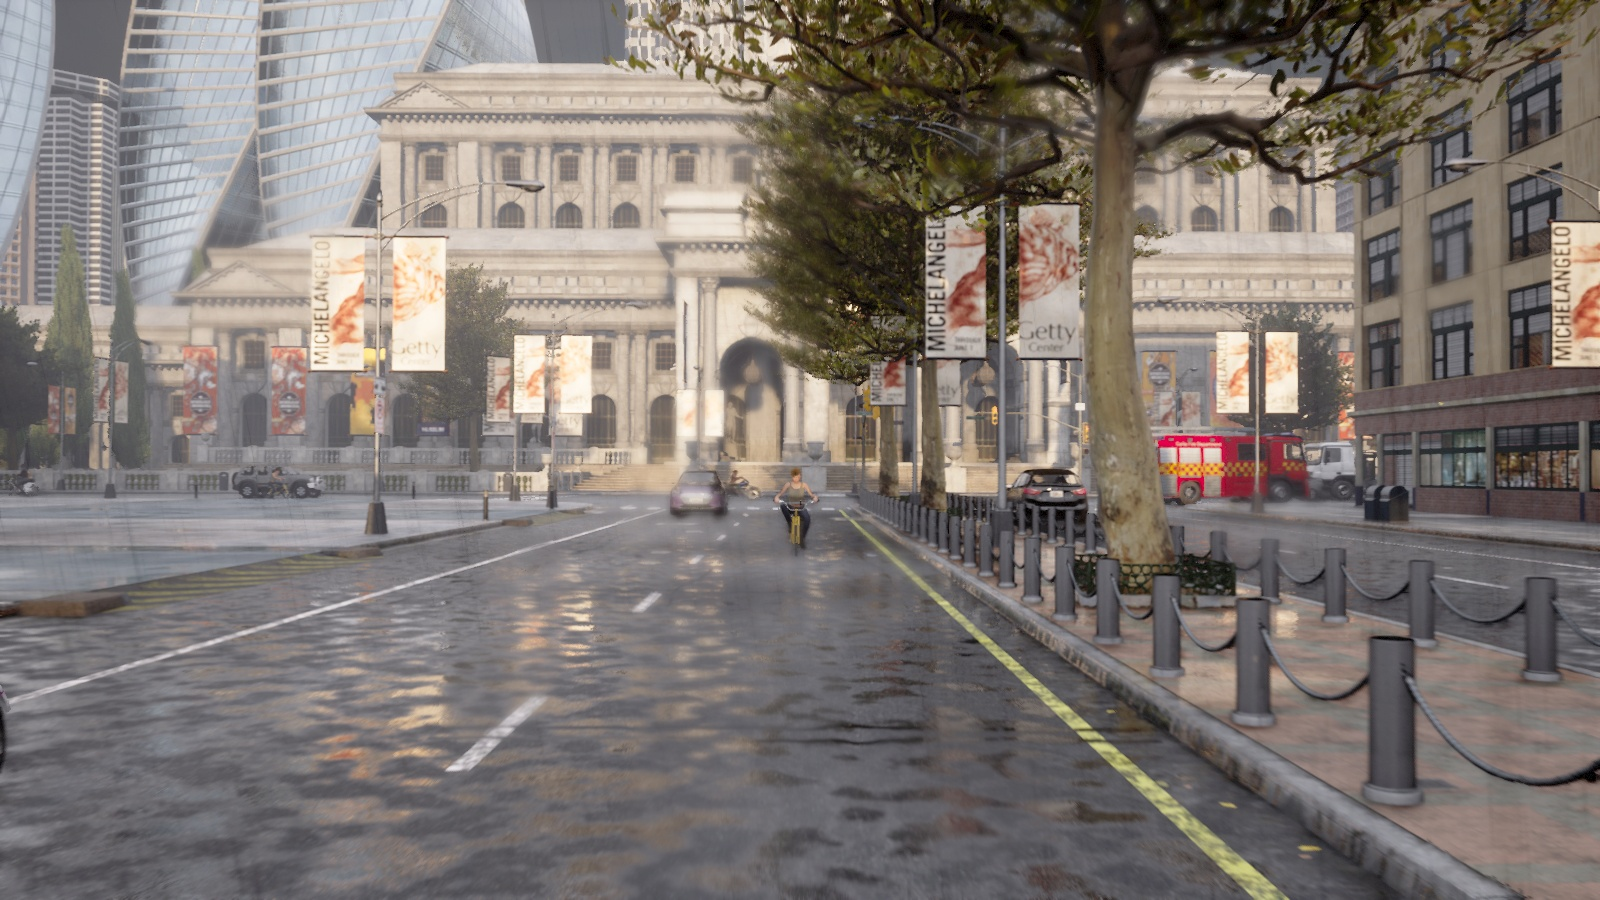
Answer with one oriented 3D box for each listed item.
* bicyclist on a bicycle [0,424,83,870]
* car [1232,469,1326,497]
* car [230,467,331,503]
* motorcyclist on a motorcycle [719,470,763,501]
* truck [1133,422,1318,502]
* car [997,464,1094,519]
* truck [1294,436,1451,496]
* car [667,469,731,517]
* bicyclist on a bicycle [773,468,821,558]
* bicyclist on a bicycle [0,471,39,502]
[{"bbox_3d":[-3.512,0.777,4.646,0.659,1.776,1.843,0,-1,0],"label":"bicyclist on a bicycle"},{"bbox_3d":[26.931,1.837,70.706,4.514,1.525,2.007,0,-1,0],"label":"car"},{"bbox_3d":[-27.780,1.869,67.287,4.605,1.855,1.932,0,-1,0],"label":"car"},{"bbox_3d":[-3.155,1.904,67.253,2.350,1.649,0.766,0,-1,0],"label":"motorcyclist on a motorcycle"},{"bbox_3d":[21.145,0.611,62.491,8.468,3.827,2.891,0,-1,-13],"label":"truck"},{"bbox_3d":[7.898,1.310,40.803,2.242,1.667,4.611,0,-1,0],"label":"car"},{"bbox_3d":[33.750,0.940,74.210,7.936,3.462,2.891,0,-1,0],"label":"truck"},{"bbox_3d":[-3.602,1.521,45.538,2.033,1.649,4.856,0,-1,-1],"label":"car"},{"bbox_3d":[-0.062,1.141,23.264,0.866,1.612,1.509,0,-1,0],"label":"bicyclist on a bicycle"},{"bbox_3d":[-43.873,2.041,70.518,1.843,1.776,0.659,0,-1,-5],"label":"bicyclist on a bicycle"}]
